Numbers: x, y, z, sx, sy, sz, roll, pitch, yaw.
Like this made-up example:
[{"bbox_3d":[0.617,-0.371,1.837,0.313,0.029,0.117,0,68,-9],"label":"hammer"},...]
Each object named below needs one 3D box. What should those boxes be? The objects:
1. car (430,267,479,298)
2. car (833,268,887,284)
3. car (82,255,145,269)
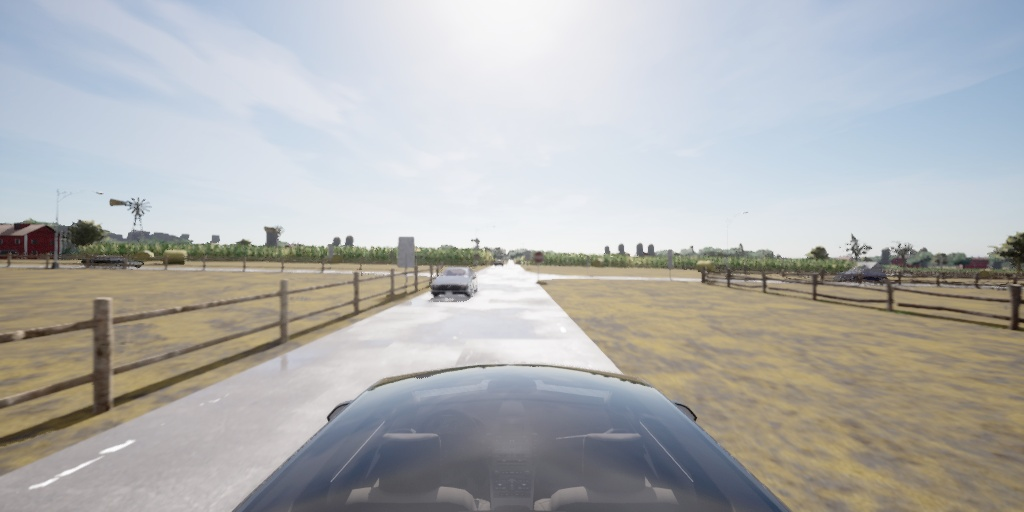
[{"bbox_3d":[-2.818,1.301,18.704,2.033,1.411,5.357,0,0,0],"label":"car"},{"bbox_3d":[38.329,2.092,39.603,4.553,1.767,2.097,1,-1,0],"label":"car"},{"bbox_3d":[-40.461,0.603,36.561,4.718,1.301,1.895,1,-1,0],"label":"car"}]
